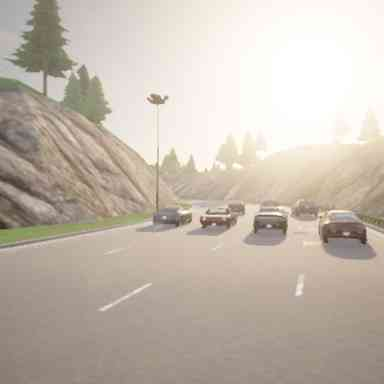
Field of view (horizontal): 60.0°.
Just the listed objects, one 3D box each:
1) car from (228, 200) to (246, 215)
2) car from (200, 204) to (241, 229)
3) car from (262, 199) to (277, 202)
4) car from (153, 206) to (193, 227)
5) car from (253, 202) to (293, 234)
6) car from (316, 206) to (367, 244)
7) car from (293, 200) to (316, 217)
[{"bbox_3d":[5.076,1.697,37.812,1.882,1.535,5.008,0,0,9],"label":"car"},{"bbox_3d":[1.966,1.729,22.832,1.895,1.301,4.718,0,0,15],"label":"car"},{"bbox_3d":[8.245,1.570,35.592,2.097,1.767,4.553,0,0,10],"label":"car"},{"bbox_3d":[-1.309,1.690,24.238,1.994,1.385,4.181,0,0,16],"label":"car"},{"bbox_3d":[4.823,1.614,20.160,2.128,1.511,4.902,0,-1,16],"label":"car"},{"bbox_3d":[7.421,1.640,16.621,1.812,1.442,4.674,0,0,18],"label":"car"},{"bbox_3d":[11.603,1.575,34.477,2.097,1.767,4.553,0,0,10],"label":"car"}]
